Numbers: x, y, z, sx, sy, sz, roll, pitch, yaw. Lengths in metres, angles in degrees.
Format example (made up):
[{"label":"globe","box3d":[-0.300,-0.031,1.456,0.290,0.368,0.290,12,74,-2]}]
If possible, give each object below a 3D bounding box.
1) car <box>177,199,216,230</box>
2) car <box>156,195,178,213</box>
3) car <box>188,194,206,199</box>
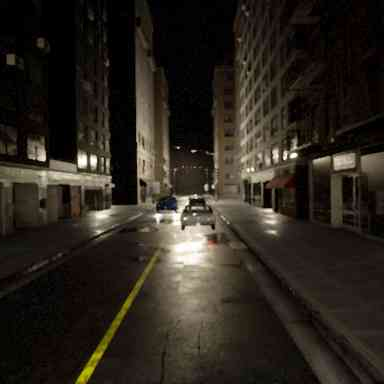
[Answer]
[{"label":"car","box3d":[0.350,1.344,19.203,1.895,1.301,4.718,-1,1,1]},{"label":"car","box3d":[-2.326,1.104,32.039,1.882,1.535,5.008,-1,1,1]},{"label":"car","box3d":[0.573,1.004,37.218,2.128,1.511,4.902,-1,1,1]}]
